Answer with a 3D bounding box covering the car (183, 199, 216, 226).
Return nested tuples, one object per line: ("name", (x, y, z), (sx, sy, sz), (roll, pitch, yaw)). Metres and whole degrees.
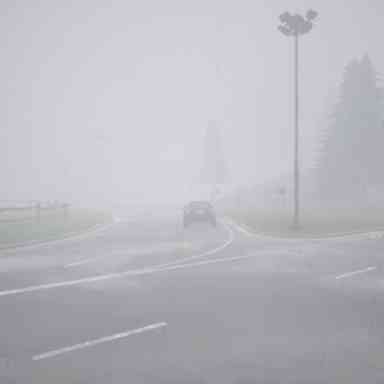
("car", (0.461, 1.357, 23.255), (2.097, 1.767, 4.553), (0, 0, -1))
